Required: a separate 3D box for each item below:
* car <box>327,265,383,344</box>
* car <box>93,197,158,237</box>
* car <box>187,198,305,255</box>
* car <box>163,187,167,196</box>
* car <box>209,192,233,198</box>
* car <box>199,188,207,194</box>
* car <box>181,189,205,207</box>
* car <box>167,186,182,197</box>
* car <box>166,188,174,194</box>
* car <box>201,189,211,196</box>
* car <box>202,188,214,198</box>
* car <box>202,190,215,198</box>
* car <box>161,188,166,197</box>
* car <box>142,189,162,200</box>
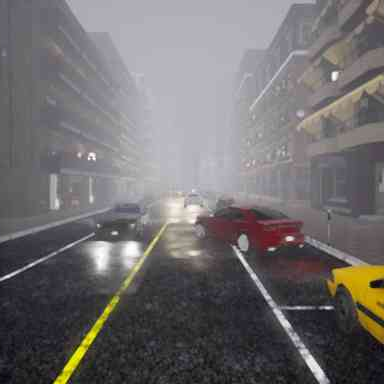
[{"bbox_3d":[3.155,1.378,3.435,1.801,1.575,5.366,0,1,0],"label":"car"},{"bbox_3d":[-3.073,1.195,15.893,2.033,1.411,5.357,0,1,0],"label":"car"},{"bbox_3d":[1.859,1.204,12.299,1.882,1.535,5.008,-1,2,-26],"label":"car"},{"bbox_3d":[-5.593,0.177,61.888,1.887,1.381,4.507,0,1,0],"label":"car"},{"bbox_3d":[2.736,0.930,28.061,2.008,1.369,4.403,0,1,0],"label":"car"},{"bbox_3d":[2.823,-0.284,84.411,1.802,1.307,4.206,0,1,0],"label":"car"},{"bbox_3d":[0.148,0.770,34.169,1.812,1.442,4.674,0,1,0],"label":"car"},{"bbox_3d":[-2.908,0.073,59.734,2.097,1.767,4.553,0,1,0],"label":"car"},{"bbox_3d":[-5.558,-0.337,84.256,1.752,1.417,4.829,0,1,0],"label":"car"},{"bbox_3d":[2.796,0.090,67.506,1.802,1.307,4.206,0,1,0],"label":"car"},{"bbox_3d":[2.771,0.403,50.770,1.752,1.417,4.829,0,1,0],"label":"car"},{"bbox_3d":[2.779,0.323,56.236,1.947,1.339,4.313,0,1,0],"label":"car"},{"bbox_3d":[-5.611,0.432,50.618,2.008,1.369,4.403,0,1,0],"label":"car"},{"bbox_3d":[-5.619,0.557,44.983,2.008,1.369,4.403,0,1,0],"label":"car"}]
